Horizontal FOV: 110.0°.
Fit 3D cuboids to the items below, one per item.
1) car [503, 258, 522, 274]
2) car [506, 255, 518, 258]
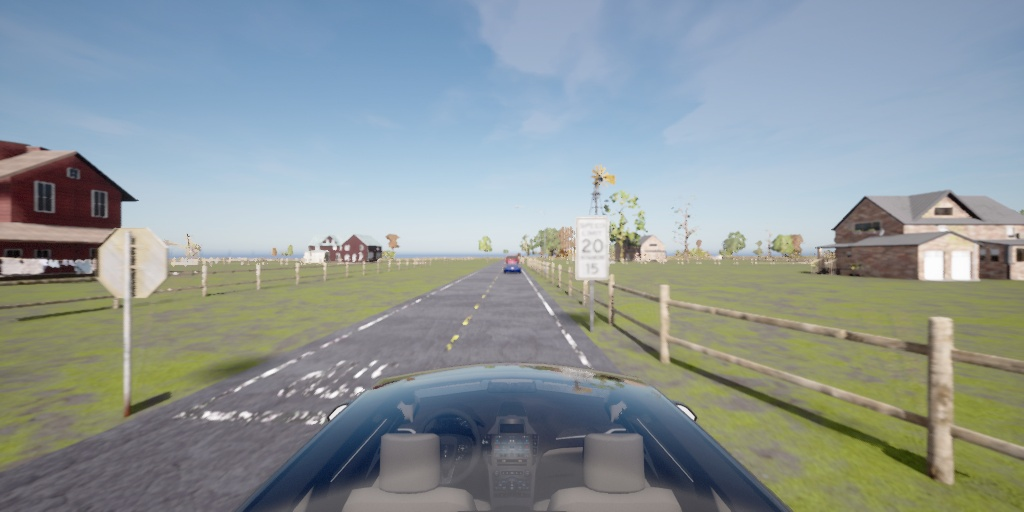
[{"bbox_3d":[0.059,1.231,40.123,1.994,1.385,4.181,0,0,1],"label":"car"},{"bbox_3d":[0.013,0.865,50.573,2.150,2.045,5.566,0,0,0],"label":"car"}]
